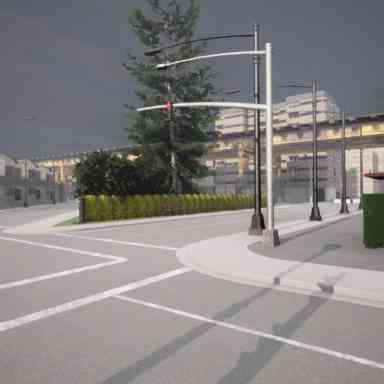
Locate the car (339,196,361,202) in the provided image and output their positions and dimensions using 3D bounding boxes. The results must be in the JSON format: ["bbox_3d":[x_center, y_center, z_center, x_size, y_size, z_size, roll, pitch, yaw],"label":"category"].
[{"bbox_3d":[33.809,1.425,71.030,4.536,1.218,1.853,0,0,-29],"label":"car"}]

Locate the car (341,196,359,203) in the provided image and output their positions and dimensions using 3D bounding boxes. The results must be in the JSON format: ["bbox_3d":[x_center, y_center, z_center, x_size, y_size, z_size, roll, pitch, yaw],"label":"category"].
[{"bbox_3d":[33.765,1.583,71.003,4.974,1.542,2.038,0,0,-29],"label":"car"}]
